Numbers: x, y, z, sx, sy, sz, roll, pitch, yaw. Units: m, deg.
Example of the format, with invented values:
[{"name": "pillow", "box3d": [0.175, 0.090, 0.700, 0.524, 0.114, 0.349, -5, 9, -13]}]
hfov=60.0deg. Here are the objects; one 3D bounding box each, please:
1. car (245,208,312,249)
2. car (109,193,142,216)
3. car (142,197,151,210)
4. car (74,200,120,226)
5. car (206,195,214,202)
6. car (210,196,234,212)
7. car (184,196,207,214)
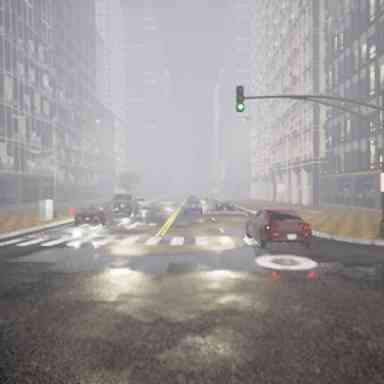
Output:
[{"name": "car", "box3d": [3.368, 1.362, 13.508, 1.812, 1.442, 4.674, 0, -1, 0]}, {"name": "car", "box3d": [-6.548, 1.138, 31.898, 2.150, 2.045, 5.566, -1, 0, 0]}, {"name": "car", "box3d": [-6.457, 1.417, 42.038, 1.812, 1.442, 4.674, -1, 0, 0]}, {"name": "car", "box3d": [-6.570, 1.501, 22.866, 1.994, 1.385, 4.181, -1, 0, 0]}, {"name": "car", "box3d": [3.389, 1.236, 62.260, 2.128, 1.511, 4.902, -1, 0, 0]}, {"name": "car", "box3d": [3.389, 1.409, 36.529, 1.895, 1.301, 4.718, -1, 0, 0]}, {"name": "car", "box3d": [0.134, 1.394, 33.774, 2.033, 1.411, 5.357, -1, 0, 0]}]
